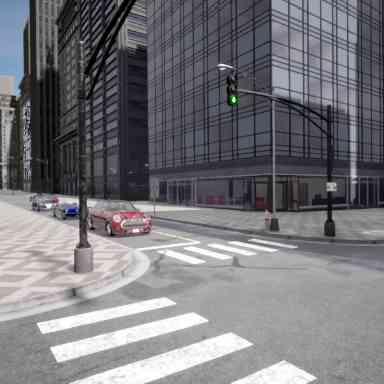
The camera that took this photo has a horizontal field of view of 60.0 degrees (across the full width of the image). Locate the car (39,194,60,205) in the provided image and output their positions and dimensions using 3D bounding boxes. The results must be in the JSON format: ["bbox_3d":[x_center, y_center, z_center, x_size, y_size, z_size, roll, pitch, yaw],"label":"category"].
[{"bbox_3d":[-20.554,1.063,47.894,1.994,1.385,4.181,-1,1,-34],"label":"car"}]

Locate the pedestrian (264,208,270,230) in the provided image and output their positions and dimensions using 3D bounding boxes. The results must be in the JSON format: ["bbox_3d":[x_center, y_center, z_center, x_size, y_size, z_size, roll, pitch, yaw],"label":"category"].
[{"bbox_3d":[3.897,1.374,17.288,0.500,1.100,0.500,0,0,-34],"label":"pedestrian"}]

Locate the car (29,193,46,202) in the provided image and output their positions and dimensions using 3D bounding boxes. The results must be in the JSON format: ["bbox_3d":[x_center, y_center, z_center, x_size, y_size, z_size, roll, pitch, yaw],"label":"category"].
[{"bbox_3d":[-26.107,0.883,56.059,1.837,1.490,4.892,-1,1,-34],"label":"car"}]

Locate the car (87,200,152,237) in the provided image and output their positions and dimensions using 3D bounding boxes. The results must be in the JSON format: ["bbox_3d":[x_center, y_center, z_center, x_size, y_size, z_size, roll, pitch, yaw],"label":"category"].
[{"bbox_3d":[-3.927,1.234,17.701,2.097,1.767,4.553,-1,1,-34],"label":"car"}]

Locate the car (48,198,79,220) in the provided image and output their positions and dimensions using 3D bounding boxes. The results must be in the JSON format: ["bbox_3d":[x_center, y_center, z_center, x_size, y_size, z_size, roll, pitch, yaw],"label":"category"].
[{"bbox_3d":[-9.605,1.390,26.081,1.895,1.301,4.718,-1,1,-34],"label":"car"}]

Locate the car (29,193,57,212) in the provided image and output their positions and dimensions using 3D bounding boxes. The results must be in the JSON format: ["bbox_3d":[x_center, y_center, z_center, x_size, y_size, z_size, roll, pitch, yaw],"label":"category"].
[{"bbox_3d":[-15.427,1.179,34.672,2.128,1.511,4.902,-1,1,-34],"label":"car"}]
